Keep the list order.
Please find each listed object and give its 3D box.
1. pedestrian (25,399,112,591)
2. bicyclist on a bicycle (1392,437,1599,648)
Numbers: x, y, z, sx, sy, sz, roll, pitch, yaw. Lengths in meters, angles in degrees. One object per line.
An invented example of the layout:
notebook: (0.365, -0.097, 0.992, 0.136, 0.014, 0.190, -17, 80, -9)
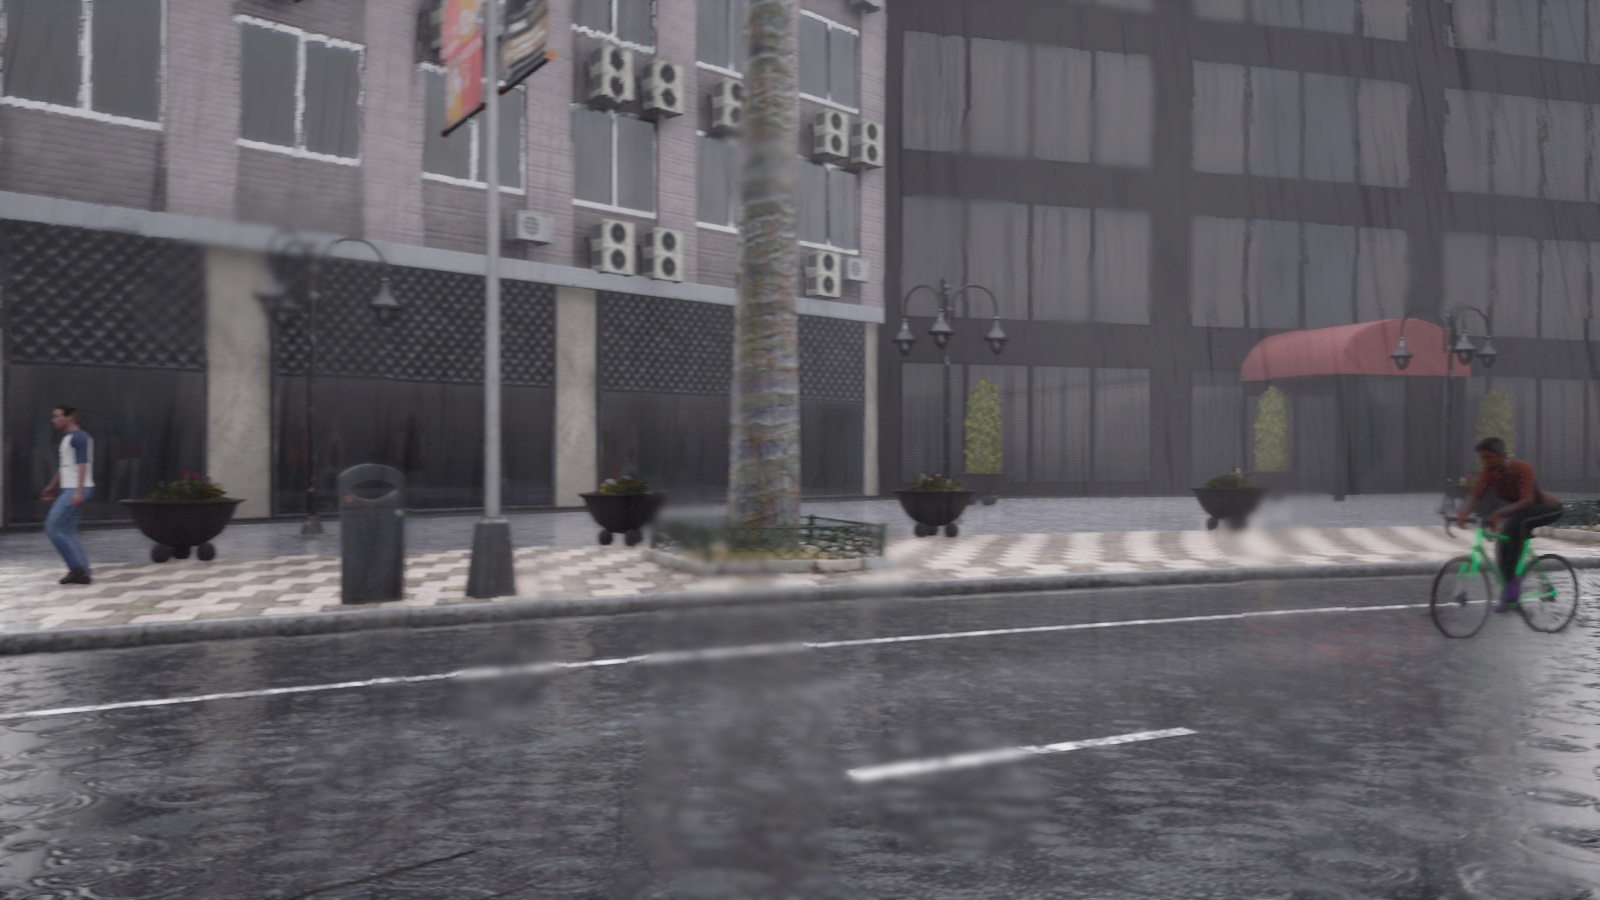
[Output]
pedestrian: (-7.228, 0.433, 12.412, 0.706, 1.836, 0.354, 0, 0, -36)
bicyclist on a bicycle: (5.674, 0.705, 10.186, 1.656, 1.620, 0.582, 0, 0, -21)
